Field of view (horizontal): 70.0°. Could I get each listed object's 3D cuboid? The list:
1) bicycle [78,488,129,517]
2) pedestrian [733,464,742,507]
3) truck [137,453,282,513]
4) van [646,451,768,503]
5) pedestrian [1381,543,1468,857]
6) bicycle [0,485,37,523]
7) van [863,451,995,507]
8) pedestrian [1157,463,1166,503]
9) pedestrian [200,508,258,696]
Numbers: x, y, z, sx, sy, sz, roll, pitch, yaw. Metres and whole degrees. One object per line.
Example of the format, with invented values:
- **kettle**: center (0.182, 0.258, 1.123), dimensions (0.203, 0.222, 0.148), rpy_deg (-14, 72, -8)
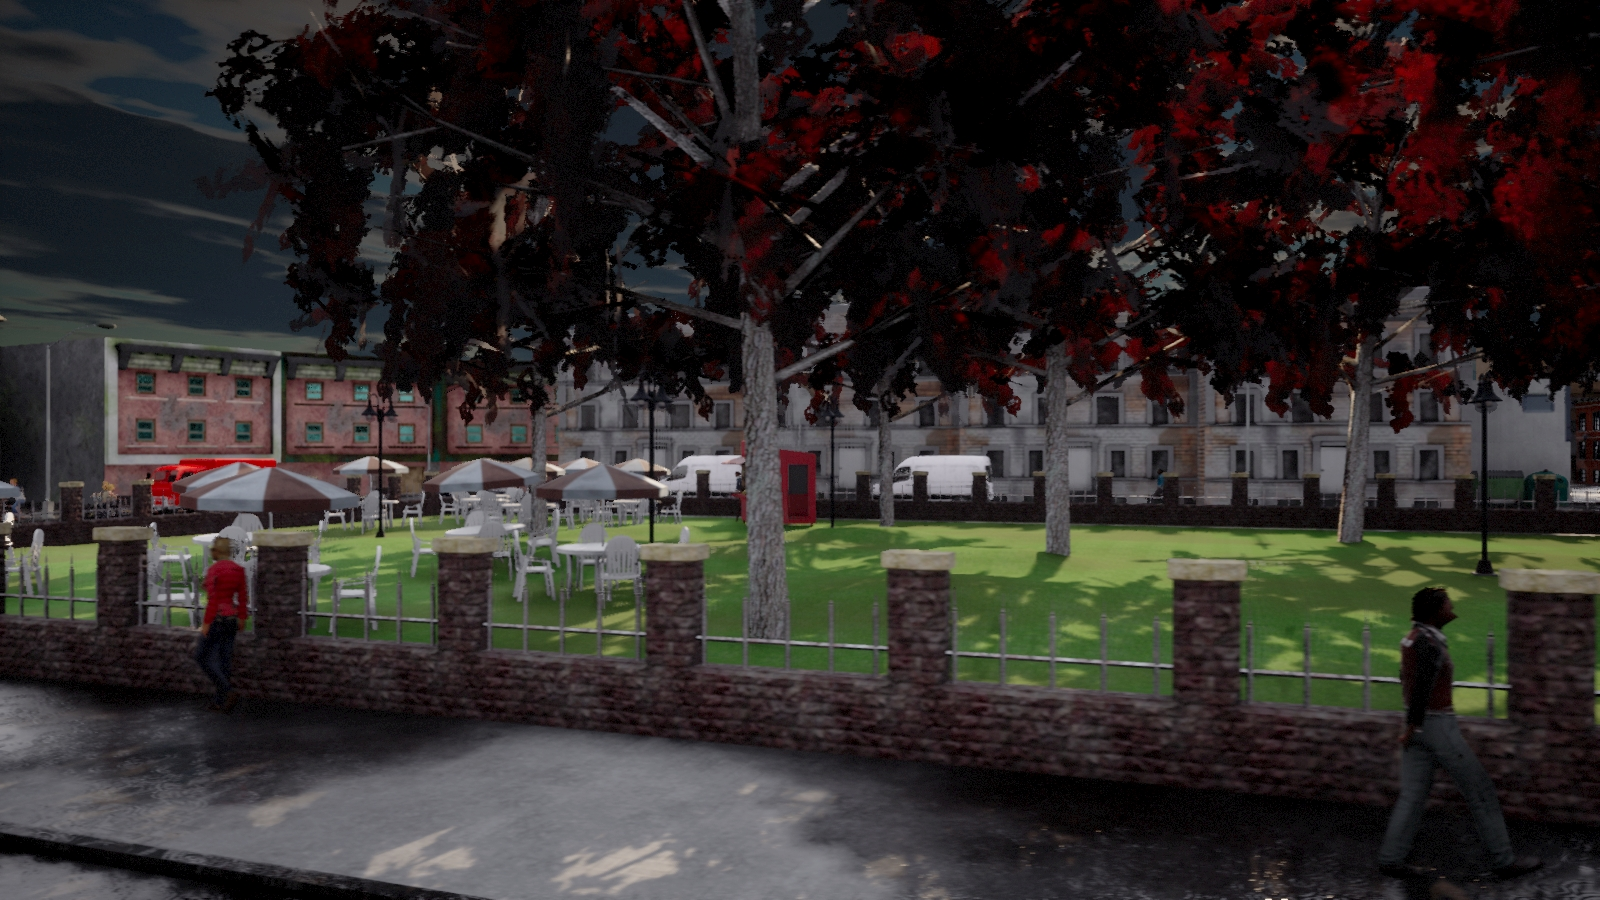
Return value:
- **bicycle**: center (-27.497, 2.071, 45.126), dimensions (0.859, 1.080, 1.487), rpy_deg (0, 0, 21)
- **pedestrian**: center (-2.699, 1.542, 49.634), dimensions (0.375, 1.860, 0.375), rpy_deg (0, 0, -2)
- **truck**: center (-25.730, 1.383, 50.016), dimensions (2.627, 2.467, 5.204), rpy_deg (0, 0, 21)
- **van**: center (-4.732, 1.336, 58.017), dimensions (5.915, 2.561, 1.988), rpy_deg (0, 0, 20)
- **pedestrian**: center (3.880, 1.525, 7.114), dimensions (0.375, 1.860, 0.375), rpy_deg (0, 0, 9)
- **bicycle**: center (-28.766, 1.971, 41.654), dimensions (0.373, 1.296, 1.643), rpy_deg (0, 0, 20)
- **van**: center (6.092, 1.327, 54.069), dimensions (5.915, 2.561, 1.988), rpy_deg (0, 0, 20)
- **pedestrian**: center (16.996, 1.529, 53.659), dimensions (0.375, 1.860, 0.375), rpy_deg (0, 0, 13)
- **pedestrian**: center (-5.829, 1.534, 11.675), dimensions (0.375, 1.860, 0.375), rpy_deg (0, 0, 21)
